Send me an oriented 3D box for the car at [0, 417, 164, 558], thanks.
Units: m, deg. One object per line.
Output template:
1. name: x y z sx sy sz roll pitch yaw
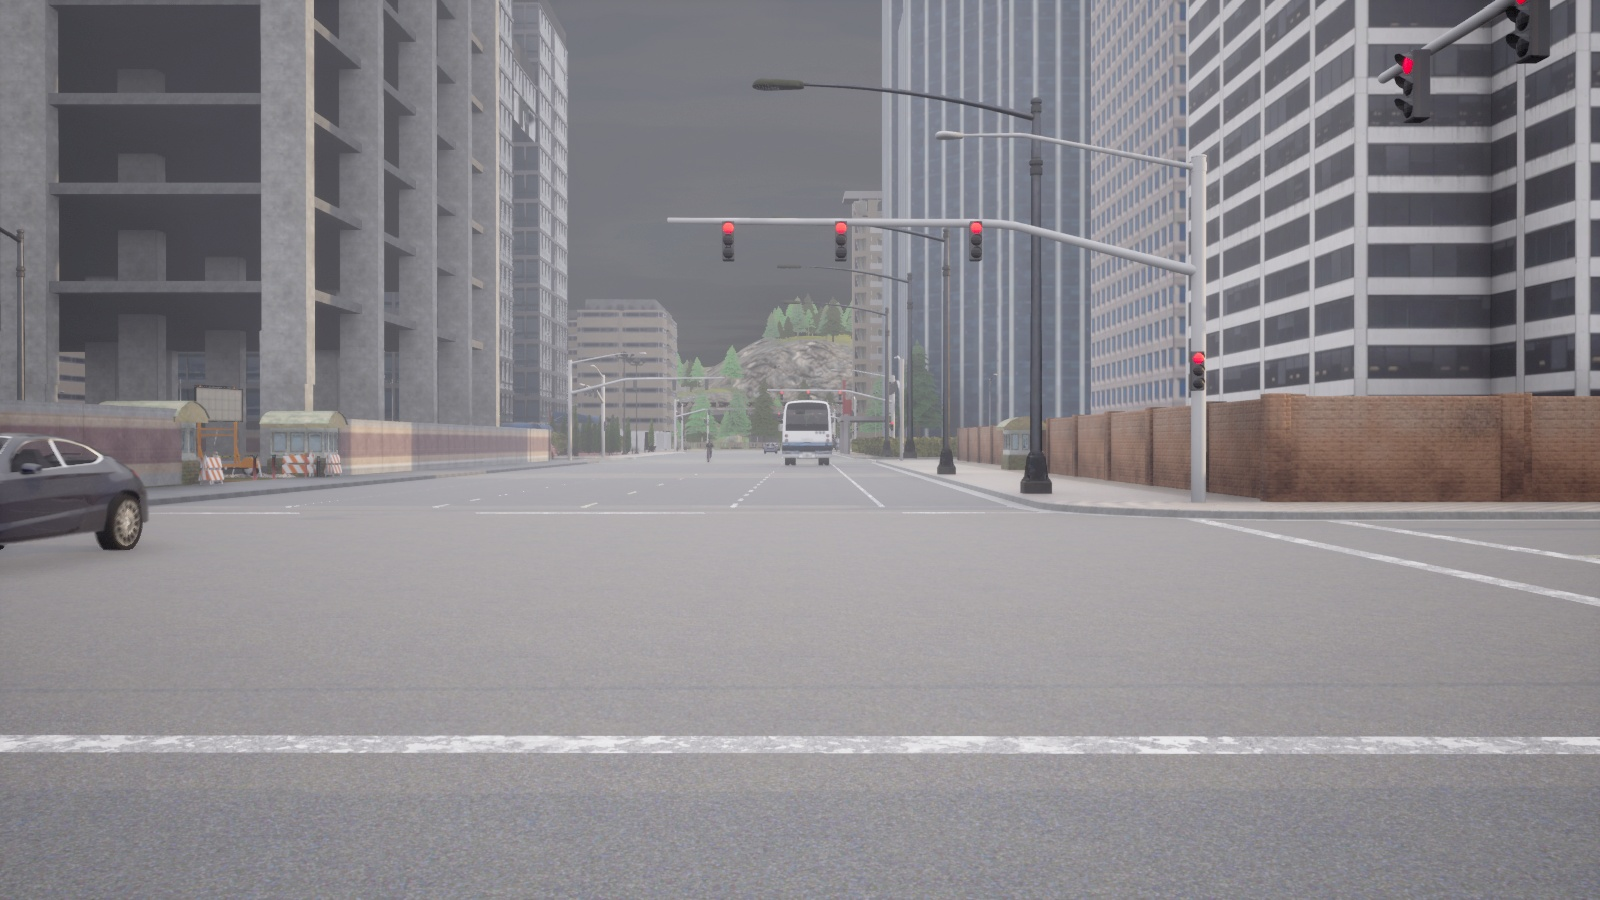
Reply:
1. car: -10.398 0.427 15.878 2.152 1.651 5.027 0 0 0

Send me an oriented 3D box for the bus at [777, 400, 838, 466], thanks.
1. bus: 0.487 -1.117 86.421 3.944 4.253 10.273 0 0 0
